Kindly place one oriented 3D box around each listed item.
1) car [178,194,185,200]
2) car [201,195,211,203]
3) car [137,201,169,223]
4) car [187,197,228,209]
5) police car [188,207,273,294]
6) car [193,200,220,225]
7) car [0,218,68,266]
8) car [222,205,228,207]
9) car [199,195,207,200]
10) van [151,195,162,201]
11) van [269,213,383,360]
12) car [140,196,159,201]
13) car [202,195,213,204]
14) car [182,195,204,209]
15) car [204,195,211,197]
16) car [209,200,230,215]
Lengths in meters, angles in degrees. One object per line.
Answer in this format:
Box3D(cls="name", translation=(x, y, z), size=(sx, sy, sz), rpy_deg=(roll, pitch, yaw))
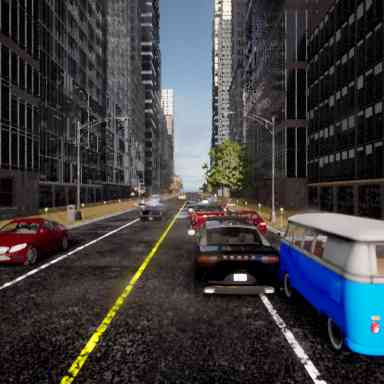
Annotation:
Box3D(cls="car", translation=(-2.703, 1.259, 92.175), size=(2.097, 1.767, 4.553), rpy_deg=(0, 0, 0))
Box3D(cls="car", translation=(2.911, 1.395, 68.405), size=(1.967, 1.590, 4.097), rpy_deg=(0, 0, 0))
Box3D(cls="car", translation=(-2.918, 1.598, 25.927), size=(1.895, 1.301, 4.718), rpy_deg=(0, 0, 0))
Box3D(cls="car", translation=(0.911, 1.349, 18.776), size=(2.097, 1.767, 4.553), rpy_deg=(0, 0, 0))
Box3D(cls="police car", translation=(0.928, 1.424, 8.924), size=(1.930, 1.638, 5.238), rpy_deg=(0, 0, 0))
Box3D(cls="car", translation=(0.980, 1.452, 25.004), size=(1.801, 1.575, 5.366), rpy_deg=(0, 0, 0))
Box3D(cls="car", translation=(-5.654, 1.581, 11.511), size=(1.802, 1.307, 4.206), rpy_deg=(0, 0, 0))
Box3D(cls="car", translation=(2.745, 1.580, 17.173), size=(1.802, 1.307, 4.206), rpy_deg=(0, 0, 0))
Box3D(cls="car", translation=(2.986, 1.454, 91.175), size=(1.887, 1.381, 4.507), rpy_deg=(0, 0, 0))
Box3D(cls="van", translation=(-5.524, 1.324, 51.359), size=(1.690, 1.788, 3.998), rpy_deg=(0, 0, 0))
Box3D(cls="van", translation=(2.709, 1.340, 5.789), size=(1.690, 1.788, 3.998), rpy_deg=(0, 0, 0))
Box3D(cls="car", translation=(-5.562, 1.544, 39.974), size=(2.008, 1.369, 4.403), rpy_deg=(0, 0, 0))
Box3D(cls="car", translation=(2.893, 1.405, 62.713), size=(1.967, 1.590, 4.097), rpy_deg=(0, 0, 0))
Box3D(cls="car", translation=(0.156, 1.481, 45.712), size=(2.128, 1.511, 4.902), rpy_deg=(0, 0, 0))
Box3D(cls="car", translation=(2.838, 1.540, 45.636), size=(2.008, 1.369, 4.403), rpy_deg=(0, 0, 0))
Box3D(cls="car", translation=(2.801, 1.578, 34.251), size=(1.802, 1.307, 4.206), rpy_deg=(0, 0, 0))
